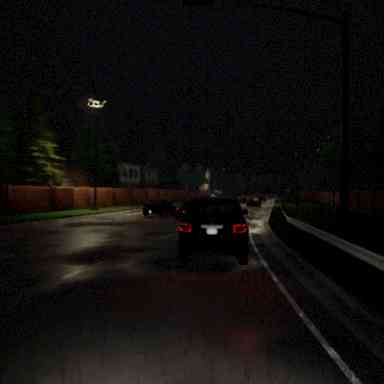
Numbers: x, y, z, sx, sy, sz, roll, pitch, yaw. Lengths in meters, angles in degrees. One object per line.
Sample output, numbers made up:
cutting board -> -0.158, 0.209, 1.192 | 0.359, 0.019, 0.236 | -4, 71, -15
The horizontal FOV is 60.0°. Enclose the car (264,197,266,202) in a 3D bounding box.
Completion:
car -> 15.933, 1.543, 76.309 | 1.994, 1.385, 4.181 | 1, 0, 14

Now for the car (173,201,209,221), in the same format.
car -> 0.010, 1.509, 27.979 | 1.994, 1.385, 4.181 | 1, 0, 14

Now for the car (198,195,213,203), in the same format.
car -> 2.747, 1.398, 67.174 | 2.128, 1.511, 4.902 | 1, 0, 14

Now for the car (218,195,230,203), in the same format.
car -> 6.547, 1.449, 67.899 | 1.812, 1.442, 4.674 | 1, 0, 14

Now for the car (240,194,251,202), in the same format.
car -> 12.423, 1.314, 76.703 | 2.097, 1.767, 4.553 | 1, 0, 14

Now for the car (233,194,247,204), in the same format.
car -> 9.176, 1.307, 63.665 | 2.097, 1.767, 4.553 | 1, 0, 14

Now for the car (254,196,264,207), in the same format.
car -> 9.483, 1.548, 50.798 | 1.994, 1.385, 4.181 | 1, 0, 14

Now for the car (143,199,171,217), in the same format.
car -> -2.949, 1.418, 30.528 | 1.837, 1.490, 4.892 | 1, 0, 14

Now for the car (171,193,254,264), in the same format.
car -> 0.853, 1.205, 12.064 | 2.150, 2.045, 5.566 | 0, 0, 6

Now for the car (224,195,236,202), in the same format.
car -> 8.935, 1.452, 77.199 | 2.128, 1.511, 4.902 | 1, 0, 14
